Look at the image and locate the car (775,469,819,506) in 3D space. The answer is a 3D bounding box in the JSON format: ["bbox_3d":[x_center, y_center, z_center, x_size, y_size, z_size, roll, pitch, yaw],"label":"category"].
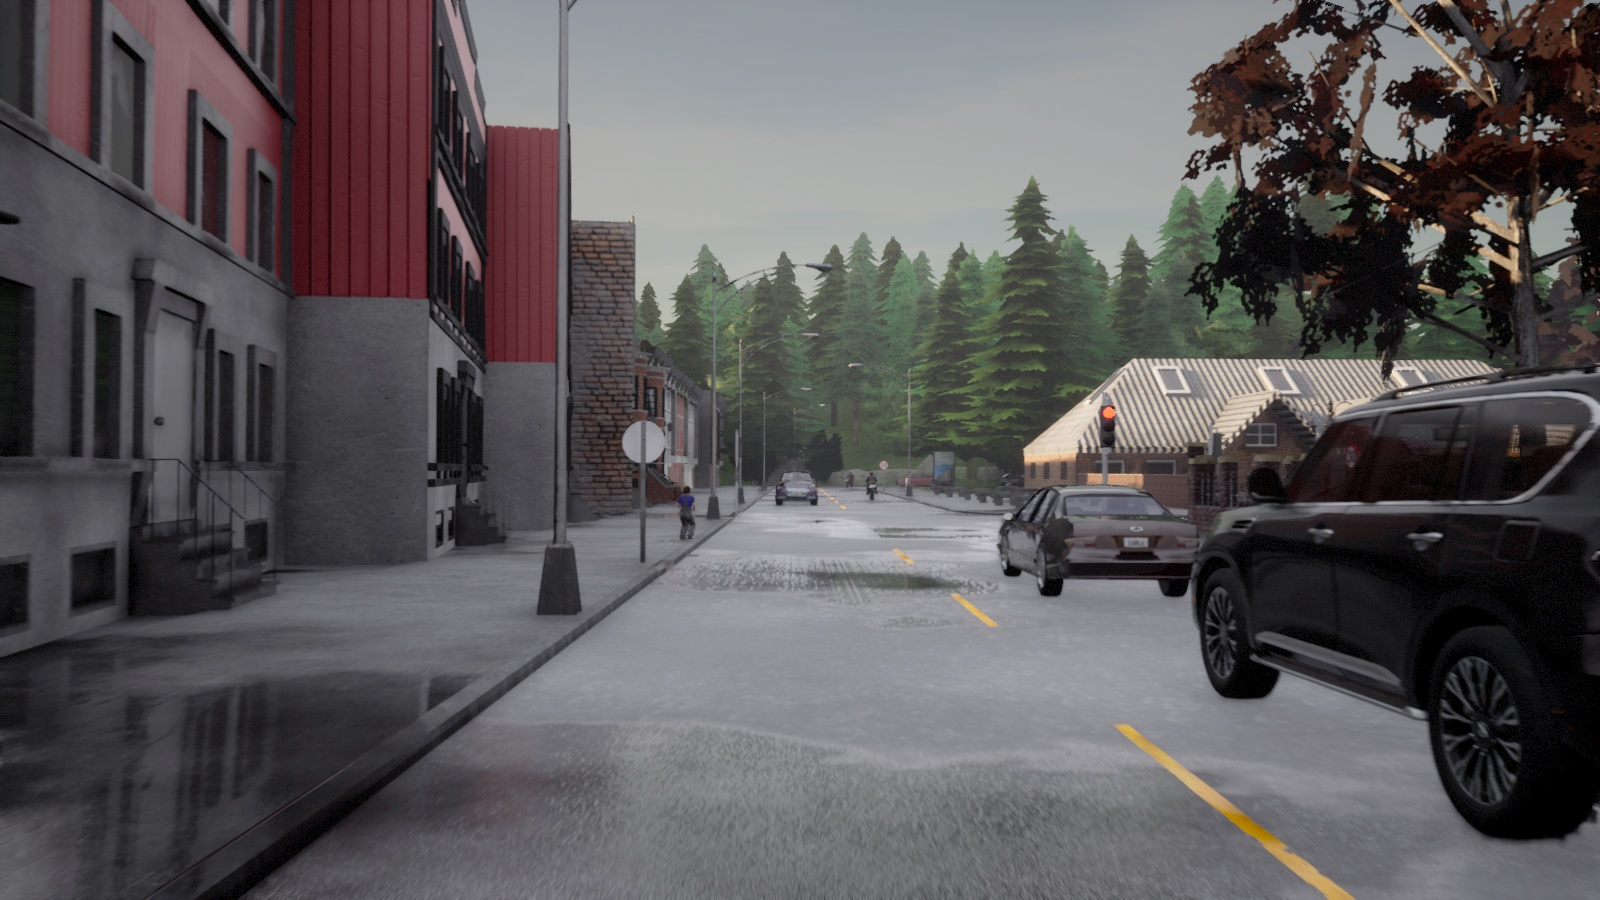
[{"bbox_3d":[-0.145,1.739,59.359,2.033,1.649,4.856,0,-1,0],"label":"car"}]

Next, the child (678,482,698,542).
[{"bbox_3d":[-2.385,1.306,26.732,0.270,1.263,0.437,0,-1,15],"label":"child"}]

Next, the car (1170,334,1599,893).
[{"bbox_3d":[3.985,0.635,7.032,2.150,2.045,5.566,0,-1,0],"label":"car"}]

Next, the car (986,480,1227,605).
[{"bbox_3d":[3.950,1.135,17.246,2.033,1.411,5.357,0,-1,0],"label":"car"}]
